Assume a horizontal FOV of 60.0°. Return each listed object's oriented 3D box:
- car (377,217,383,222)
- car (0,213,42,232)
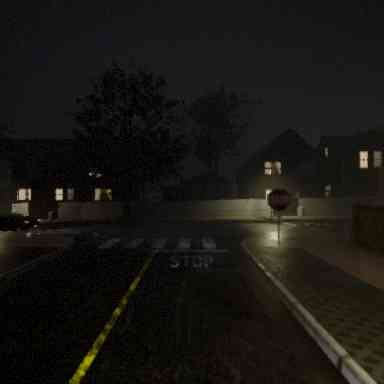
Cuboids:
[{"bbox_3d":[13.211,1.260,18.815,5.357,1.411,2.033,-1,-1,0],"label":"car"},{"bbox_3d":[-11.496,1.576,18.774,5.357,1.411,2.033,-1,-1,0],"label":"car"}]
